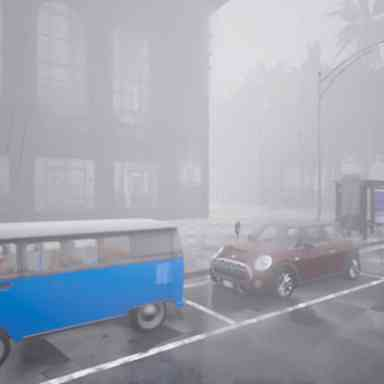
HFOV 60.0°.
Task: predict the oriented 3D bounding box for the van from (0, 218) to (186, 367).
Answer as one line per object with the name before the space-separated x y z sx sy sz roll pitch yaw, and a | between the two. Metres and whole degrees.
van | -2.016 1.348 5.217 3.998 1.788 1.690 0 0 -36

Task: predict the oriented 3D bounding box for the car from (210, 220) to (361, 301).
car | 2.398 1.478 8.372 4.097 1.590 1.967 0 0 -36
